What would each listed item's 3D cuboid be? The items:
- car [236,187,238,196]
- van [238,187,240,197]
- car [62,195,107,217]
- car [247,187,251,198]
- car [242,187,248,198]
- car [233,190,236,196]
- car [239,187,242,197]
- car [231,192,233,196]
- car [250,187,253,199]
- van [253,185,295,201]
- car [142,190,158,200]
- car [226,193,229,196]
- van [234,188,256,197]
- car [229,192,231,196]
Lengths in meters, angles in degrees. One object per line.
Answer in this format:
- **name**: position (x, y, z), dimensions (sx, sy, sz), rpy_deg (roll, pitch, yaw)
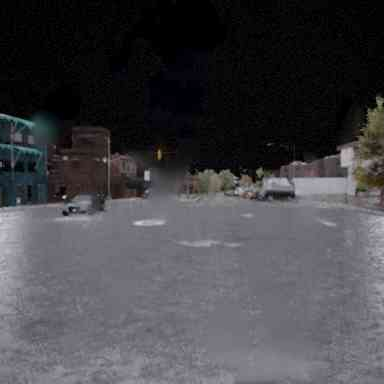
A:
- **car**: position (11.825, 0.292, 64.631), dimensions (5.366, 1.575, 1.946), rpy_deg (1, 0, -17)
- **van**: position (11.384, 0.074, 61.559), dimensions (4.442, 1.987, 1.878), rpy_deg (1, 0, -17)
- **car**: position (-7.518, 0.890, 23.463), dimensions (1.994, 1.385, 4.181), rpy_deg (-1, 3, 3)
- **car**: position (10.700, 0.381, 46.725), dimensions (4.674, 1.452, 2.002), rpy_deg (1, 0, -17)
- **car**: position (10.680, 0.328, 49.644), dimensions (5.366, 1.575, 1.946), rpy_deg (1, 0, -17)
- **car**: position (11.970, 0.280, 70.518), dimensions (5.008, 1.535, 2.097), rpy_deg (1, 0, -17)
- **car**: position (11.364, 0.184, 58.630), dimensions (4.553, 1.767, 2.185), rpy_deg (1, 0, -17)
- **car**: position (12.152, 0.028, 73.504), dimensions (5.566, 2.045, 2.435), rpy_deg (1, 0, -17)
- **car**: position (10.535, 0.389, 43.756), dimensions (4.674, 1.452, 2.002), rpy_deg (1, 0, -17)
- **van**: position (10.273, 0.130, 40.741), dimensions (4.442, 1.987, 1.878), rpy_deg (1, 0, -17)
- **car**: position (-6.134, 0.372, 49.266), dimensions (1.812, 1.442, 4.674), rpy_deg (0, 1, 3)
- **car**: position (13.224, 0.443, 94.296), dimensions (5.008, 1.535, 2.097), rpy_deg (1, -1, -17)
- **van**: position (12.175, 0.057, 76.430), dimensions (4.442, 1.987, 1.878), rpy_deg (1, 0, -17)
- **car**: position (12.418, 0.045, 79.424), dimensions (5.566, 2.045, 2.435), rpy_deg (1, 0, -17)
